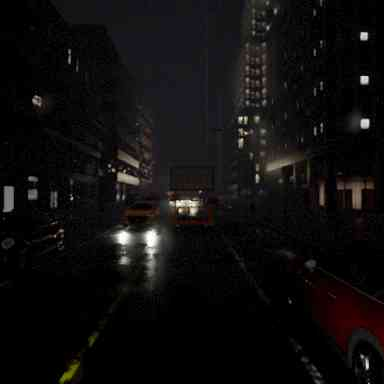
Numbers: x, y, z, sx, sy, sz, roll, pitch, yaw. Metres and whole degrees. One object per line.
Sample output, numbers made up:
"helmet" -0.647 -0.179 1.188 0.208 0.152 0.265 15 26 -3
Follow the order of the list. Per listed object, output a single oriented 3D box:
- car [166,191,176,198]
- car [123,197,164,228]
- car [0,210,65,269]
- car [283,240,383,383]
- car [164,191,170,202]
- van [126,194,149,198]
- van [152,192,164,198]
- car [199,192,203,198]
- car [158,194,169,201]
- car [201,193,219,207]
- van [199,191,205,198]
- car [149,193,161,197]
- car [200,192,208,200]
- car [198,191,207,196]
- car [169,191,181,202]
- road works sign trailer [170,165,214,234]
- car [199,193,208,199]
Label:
"car" -5.712 0.563 90.421 2.192 1.841 5.009 1 1 0
"car" -3.108 1.322 21.229 1.882 1.535 5.008 0 0 0
"car" -5.679 1.365 10.638 1.967 1.590 4.097 1 0 0
"car" 2.703 1.406 4.833 1.967 1.590 4.097 1 0 0
"car" -5.704 1.059 61.929 2.008 1.369 4.403 1 0 0
"van" -5.687 1.089 33.433 1.690 1.788 3.998 1 0 0
"van" -5.695 0.948 50.531 1.690 1.788 3.998 1 0 0
"car" 2.679 1.104 56.118 1.887 1.381 4.507 1 1 0
"car" -5.707 1.039 67.627 1.802 1.307 4.206 1 1 0
"car" 2.684 1.207 44.723 2.008 1.369 4.403 1 0 0
"van" 2.677 0.590 90.303 1.690 1.788 3.998 1 1 0
"car" -5.697 1.221 44.836 1.947 1.339 4.313 1 0 0
"car" 2.682 1.159 50.420 2.008 1.369 4.403 1 0 0
"car" 2.676 0.721 73.210 2.192 1.841 5.009 1 1 0
"car" -3.062 0.980 62.546 1.882 1.535 5.008 0 1 1
"road works sign trailer" -0.008 0.332 18.334 2.380 3.560 2.880 0 0 0
"car" 2.668 0.905 78.909 2.008 1.369 4.403 1 1 0
